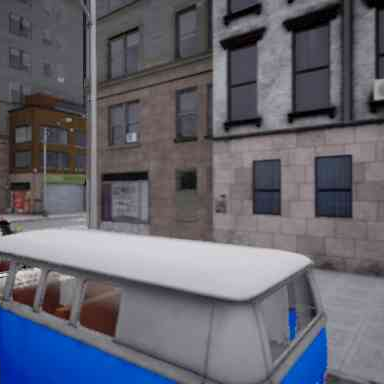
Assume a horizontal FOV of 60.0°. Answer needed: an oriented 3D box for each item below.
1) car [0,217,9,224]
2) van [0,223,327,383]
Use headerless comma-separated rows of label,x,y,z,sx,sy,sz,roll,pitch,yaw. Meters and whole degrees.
car,-5.237,1.334,6.540,5.009,1.841,2.192,0,0,35
van,-0.748,1.347,3.341,3.998,1.788,1.690,0,0,35
